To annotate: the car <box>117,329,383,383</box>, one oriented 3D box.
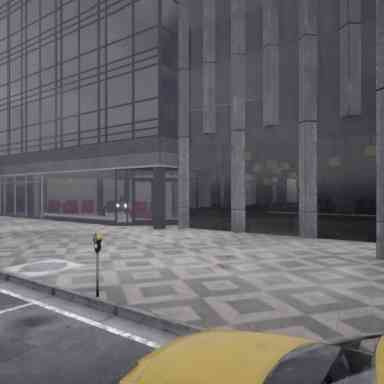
[{"bbox_3d":[1.513,1.525,2.002,4.829,1.417,1.752,0,0,36],"label":"car"}]
